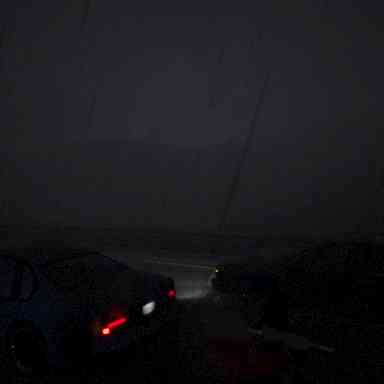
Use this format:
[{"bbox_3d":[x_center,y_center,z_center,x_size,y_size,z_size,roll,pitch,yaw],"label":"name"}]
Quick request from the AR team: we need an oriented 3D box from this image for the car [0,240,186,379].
[{"bbox_3d":[-2.786,1.521,5.347,5.357,1.411,2.033,0,0,27],"label":"car"}]

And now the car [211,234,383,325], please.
[{"bbox_3d":[3.035,1.498,5.977,5.357,1.411,2.033,0,0,33],"label":"car"}]
